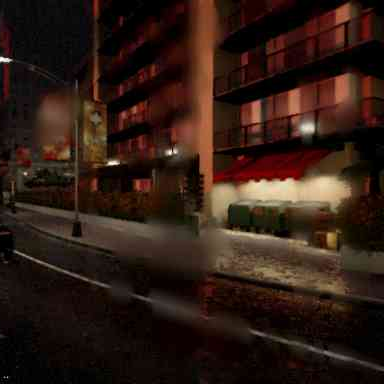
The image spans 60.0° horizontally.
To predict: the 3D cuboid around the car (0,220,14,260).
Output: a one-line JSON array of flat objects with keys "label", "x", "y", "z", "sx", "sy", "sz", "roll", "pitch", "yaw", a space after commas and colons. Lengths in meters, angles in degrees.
[{"label": "car", "x": -7.709, "y": 1.487, "z": 11.535, "sx": 2.128, "sy": 1.511, "sz": 4.902, "roll": 0, "pitch": 0, "yaw": -43}]
